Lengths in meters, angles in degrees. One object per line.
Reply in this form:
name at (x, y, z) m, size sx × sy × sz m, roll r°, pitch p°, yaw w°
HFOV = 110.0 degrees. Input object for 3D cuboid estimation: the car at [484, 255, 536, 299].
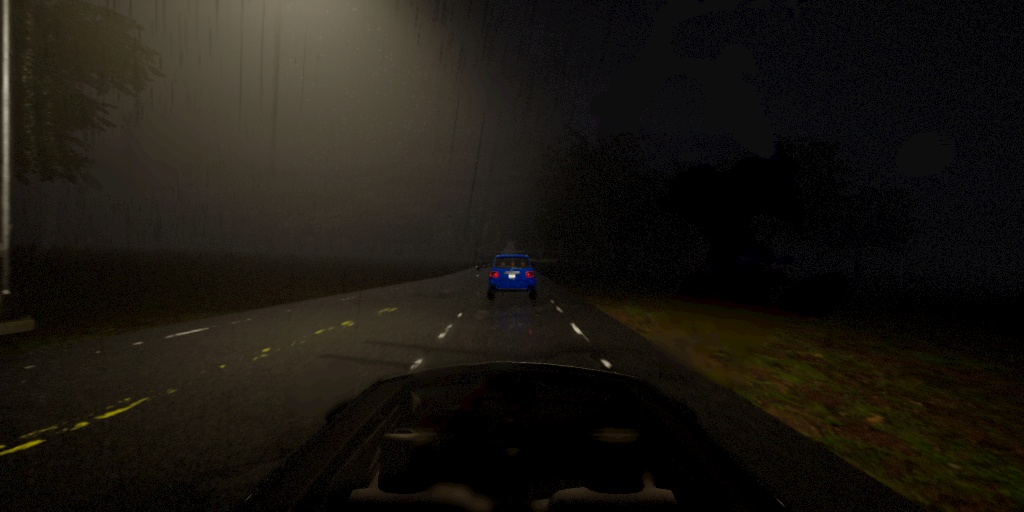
car at (0.005, 0.961, 18.076) m, size 2.150 × 2.045 × 5.566 m, roll 0°, pitch 0°, yaw 0°

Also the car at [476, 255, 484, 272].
car at (-3.498, 0.843, 47.504) m, size 2.150 × 2.045 × 5.566 m, roll 0°, pitch 0°, yaw 0°
